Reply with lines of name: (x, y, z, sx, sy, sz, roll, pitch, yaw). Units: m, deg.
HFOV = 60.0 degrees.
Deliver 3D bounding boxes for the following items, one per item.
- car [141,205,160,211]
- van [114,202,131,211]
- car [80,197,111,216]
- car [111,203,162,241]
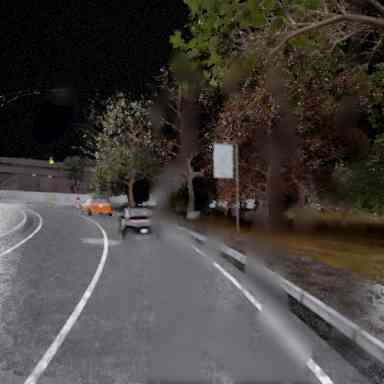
car: (-11.837, 4.528, 94.433, 4.892, 1.521, 2.231, -5, -6, 29)
van: (-18.561, 3.894, 88.625, 4.442, 1.987, 1.878, -5, -7, 29)
car: (-9.257, 1.299, 31.900, 2.097, 1.767, 4.553, 3, -1, -29)
car: (-2.747, 1.505, 16.910, 2.128, 1.511, 4.902, 1, -1, -16)
